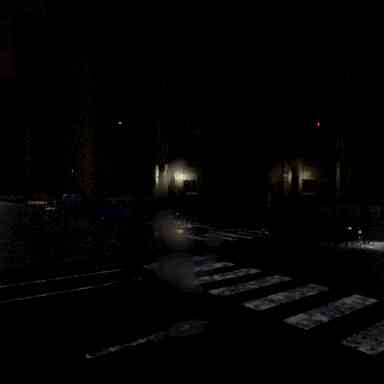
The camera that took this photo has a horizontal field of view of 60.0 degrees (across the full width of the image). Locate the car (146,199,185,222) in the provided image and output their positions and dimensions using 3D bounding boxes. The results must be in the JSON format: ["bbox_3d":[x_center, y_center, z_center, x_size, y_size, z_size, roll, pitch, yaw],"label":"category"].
[{"bbox_3d":[-3.075,1.528,26.295,2.033,1.411,5.357,0,0,-35],"label":"car"}]

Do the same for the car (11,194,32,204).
[{"bbox_3d":[-31.702,1.514,61.708,2.008,1.369,4.403,0,0,-36],"label":"car"}]

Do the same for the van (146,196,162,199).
[{"bbox_3d":[-4.945,1.332,38.971,1.690,1.788,3.998,0,0,-36],"label":"van"}]

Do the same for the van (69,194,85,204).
[{"bbox_3d":[-21.466,1.329,62.055,1.690,1.788,3.998,0,0,-36],"label":"van"}]

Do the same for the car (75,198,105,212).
[{"bbox_3d":[-11.963,1.450,38.722,1.882,1.535,5.008,0,0,-36],"label":"car"}]

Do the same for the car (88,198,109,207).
[{"bbox_3d":[-14.858,1.570,52.820,1.802,1.307,4.206,0,0,-36],"label":"car"}]

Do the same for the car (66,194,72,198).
[{"bbox_3d":[-22.317,1.527,58.497,2.033,1.411,5.357,0,0,-36],"label":"car"}]

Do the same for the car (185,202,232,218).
[{"bbox_3d":[1.663,1.549,29.736,2.008,1.369,4.403,0,0,-36],"label":"car"}]

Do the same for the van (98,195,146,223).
[{"bbox_3d":[-5.268,1.314,24.774,1.690,1.788,3.998,0,0,-36],"label":"van"}]

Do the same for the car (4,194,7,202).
[{"bbox_3d":[-38.211,1.489,70.804,1.752,1.417,4.829,0,0,-36],"label":"car"}]

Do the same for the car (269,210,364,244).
[{"bbox_3d":[5.831,1.561,15.837,4.181,1.385,1.994,0,0,42],"label":"car"}]

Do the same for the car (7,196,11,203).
[{"bbox_3d":[-35.005,1.403,66.325,1.967,1.590,4.097,0,0,-36],"label":"car"}]

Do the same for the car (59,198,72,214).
[{"bbox_3d":[-11.877,1.548,34.007,1.802,1.307,4.206,0,0,-36],"label":"car"}]

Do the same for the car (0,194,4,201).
[{"bbox_3d":[-41.614,1.530,75.559,1.947,1.339,4.313,0,0,-36],"label":"car"}]

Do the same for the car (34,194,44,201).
[{"bbox_3d":[-37.987,1.305,85.140,2.192,1.841,5.009,0,0,-36],"label":"car"}]

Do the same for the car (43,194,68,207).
[{"bbox_3d":[-21.362,1.413,52.008,1.812,1.442,4.674,0,0,-36],"label":"car"}]

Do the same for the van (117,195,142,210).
[{"bbox_3d":[-8.249,1.330,43.587,1.690,1.788,3.998,0,0,-36],"label":"van"}]

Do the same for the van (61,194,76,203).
[{"bbox_3d":[-24.770,1.329,66.672,1.690,1.788,3.998,0,0,-36],"label":"van"}]

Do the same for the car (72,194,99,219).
[{"bbox_3d":[-8.572,1.284,29.391,2.192,1.841,5.009,0,0,-36],"label":"car"}]
